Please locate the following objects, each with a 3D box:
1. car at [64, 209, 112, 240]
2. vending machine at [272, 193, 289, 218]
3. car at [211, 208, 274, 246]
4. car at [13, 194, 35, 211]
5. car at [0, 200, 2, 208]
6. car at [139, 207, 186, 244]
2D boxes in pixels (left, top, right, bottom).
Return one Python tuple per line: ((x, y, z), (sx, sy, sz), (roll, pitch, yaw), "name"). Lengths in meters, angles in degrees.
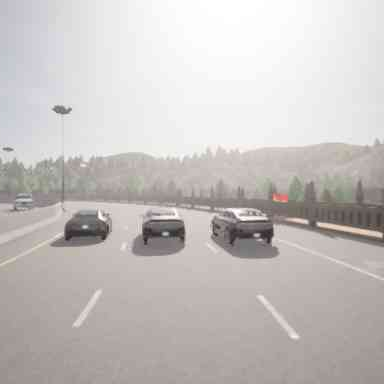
((-5.238, 1.560, 17.197), (1.994, 1.385, 4.181), (0, 0, -10), "car")
((7.548, 1.132, 28.517), (1.100, 2.100, 0.880), (0, 0, -15), "vending machine")
((2.167, 1.464, 15.346), (2.128, 1.511, 4.902), (0, 0, -8), "car")
((-20.888, 1.240, 41.426), (2.150, 2.045, 5.566), (0, 0, -27), "car")
((-28.443, 1.529, 47.590), (2.128, 1.511, 4.902), (0, 0, -32), "car")
((-1.465, 1.476, 15.876), (2.128, 1.511, 4.902), (0, 0, -9), "car")
